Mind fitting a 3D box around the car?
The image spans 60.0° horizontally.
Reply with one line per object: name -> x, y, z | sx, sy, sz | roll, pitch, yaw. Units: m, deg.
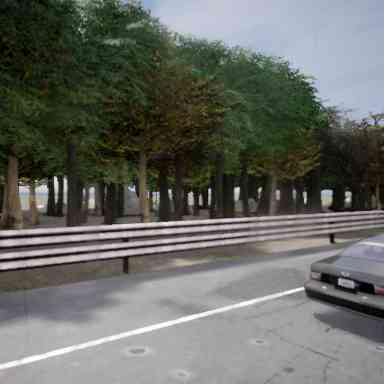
car -> 4.655, 1.601, 7.064 | 5.357, 1.411, 2.033 | 0, 0, -35
